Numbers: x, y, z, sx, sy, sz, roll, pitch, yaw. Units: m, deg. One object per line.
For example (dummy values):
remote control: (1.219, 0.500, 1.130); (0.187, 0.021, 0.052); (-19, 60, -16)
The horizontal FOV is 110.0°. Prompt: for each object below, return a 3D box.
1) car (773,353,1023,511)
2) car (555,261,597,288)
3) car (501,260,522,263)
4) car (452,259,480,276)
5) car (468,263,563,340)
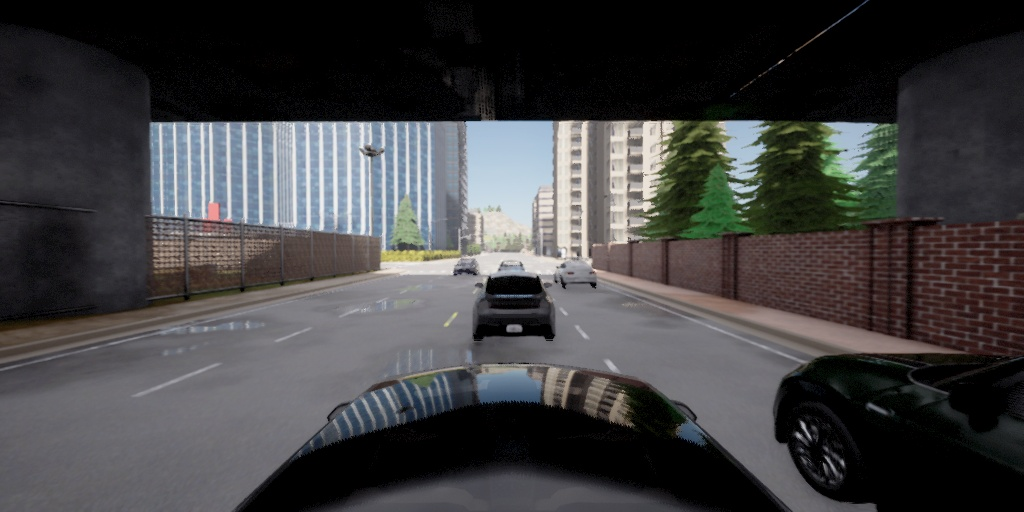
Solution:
car: (3.518, 1.094, 1.527); (2.097, 1.767, 4.553); (0, 1, 1)
car: (3.504, 0.972, 20.258); (1.812, 1.442, 4.674); (0, 1, 0)
car: (-0.030, 0.962, 26.279); (1.895, 1.301, 4.718); (0, 1, 0)
car: (-3.647, 0.931, 29.656); (2.033, 1.411, 5.357); (0, 1, 0)
car: (0.043, 1.133, 9.506); (1.837, 1.490, 4.892); (0, 1, 0)
